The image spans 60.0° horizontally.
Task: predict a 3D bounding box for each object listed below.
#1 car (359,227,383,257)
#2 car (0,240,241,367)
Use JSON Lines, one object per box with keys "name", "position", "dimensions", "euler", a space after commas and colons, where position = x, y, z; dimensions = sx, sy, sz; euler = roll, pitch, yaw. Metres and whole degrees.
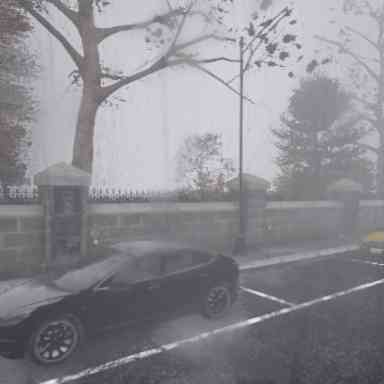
{"name": "car", "position": [7.979, 1.609, 12.253], "dimensions": [4.829, 1.417, 1.752], "euler": [0, 0, -36]}
{"name": "car", "position": [-1.049, 1.580, 5.810], "dimensions": [4.313, 1.339, 1.947], "euler": [0, 0, -36]}
